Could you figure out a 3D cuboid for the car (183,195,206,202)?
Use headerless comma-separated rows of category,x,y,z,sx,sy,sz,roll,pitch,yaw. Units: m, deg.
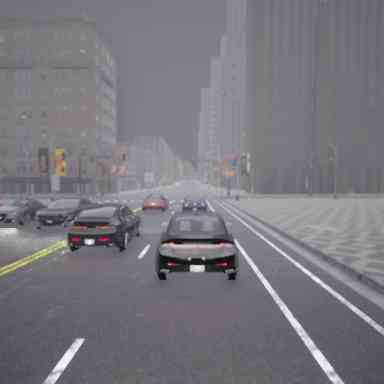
car,0.220,0.929,26.772,1.895,1.301,4.718,0,1,0

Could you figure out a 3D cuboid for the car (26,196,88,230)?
car,-6.513,1.026,17.717,1.882,1.535,5.008,0,1,0

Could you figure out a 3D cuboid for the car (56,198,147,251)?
car,-3.100,1.185,12.537,1.837,1.490,4.892,0,2,0

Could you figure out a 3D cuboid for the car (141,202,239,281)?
car,0.126,1.258,9.089,2.128,1.511,4.902,0,1,0

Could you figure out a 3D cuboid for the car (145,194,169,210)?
car,-3.024,0.859,28.071,1.994,1.385,4.181,0,1,0

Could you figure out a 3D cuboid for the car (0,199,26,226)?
car,-9.758,1.084,18.824,1.994,1.385,4.181,0,1,0
